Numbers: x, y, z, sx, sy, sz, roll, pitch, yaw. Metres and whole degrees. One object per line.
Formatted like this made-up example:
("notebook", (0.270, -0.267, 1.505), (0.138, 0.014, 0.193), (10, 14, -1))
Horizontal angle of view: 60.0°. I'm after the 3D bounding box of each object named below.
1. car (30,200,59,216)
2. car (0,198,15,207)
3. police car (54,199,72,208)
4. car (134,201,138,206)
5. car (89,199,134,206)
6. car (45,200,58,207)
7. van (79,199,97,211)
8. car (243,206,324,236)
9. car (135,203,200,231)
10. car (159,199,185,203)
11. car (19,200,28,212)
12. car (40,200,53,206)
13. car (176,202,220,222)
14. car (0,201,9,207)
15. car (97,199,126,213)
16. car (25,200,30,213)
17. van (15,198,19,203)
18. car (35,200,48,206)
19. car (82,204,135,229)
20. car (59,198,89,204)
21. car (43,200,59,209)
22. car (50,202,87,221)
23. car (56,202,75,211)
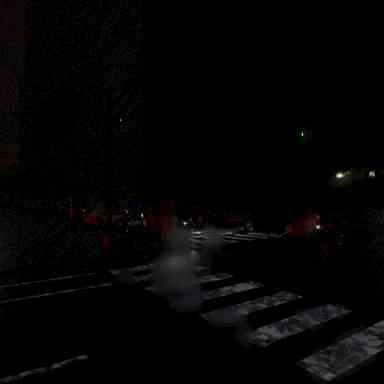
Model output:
("car", (-17.673, 1.899, 40.473), (2.192, 1.841, 5.009), (-1, 0, -35))
("car", (-41.269, 2.665, 73.681), (1.887, 1.381, 4.507), (-1, 0, -35))
("police car", (-25.434, 2.305, 65.449), (1.930, 1.638, 5.238), (0, -1, -35))
("car", (-5.273, 2.003, 37.774), (1.802, 1.307, 4.206), (-1, 0, -35))
("car", (-7.575, 1.740, 30.889), (2.097, 1.767, 4.553), (0, -1, -35))
("car", (-31.710, 2.593, 74.949), (1.947, 1.339, 4.313), (-1, 0, -35))
("van", (-17.047, 2.035, 54.374), (1.690, 1.788, 3.998), (-1, 0, -35))
("car", (4.966, 1.593, 18.780), (1.837, 1.490, 4.892), (0, -2, -35))
("car", (-1.820, 1.758, 22.826), (1.837, 1.490, 4.892), (0, -1, -35))
("car", (-2.337, 1.667, 33.624), (2.192, 1.841, 5.009), (-1, 0, -35))
("car", (-23.330, 2.155, 48.437), (1.967, 1.590, 4.097), (-1, 0, -35))
("car", (-34.724, 2.658, 79.190), (1.947, 1.339, 4.313), (-1, 0, -35))
("car", (0.611, 1.827, 29.474), (1.887, 1.381, 4.507), (-1, 0, -35))
("car", (-44.382, 2.769, 78.064), (1.802, 1.307, 4.206), (-1, 0, -35))
("car", (-11.163, 1.873, 46.074), (2.192, 1.841, 5.009), (-1, 0, -35))
("car", (-20.498, 2.195, 44.455), (1.887, 1.381, 4.507), (-1, 0, -35))
("van", (-26.163, 2.121, 52.420), (1.690, 1.788, 3.998), (-1, 0, -35))
("car", (-37.738, 2.708, 83.430), (2.008, 1.369, 4.403), (-1, 0, -35))
("car", (-6.248, 1.842, 24.404), (1.752, 1.417, 4.829), (-1, 0, -35))
("car", (-13.731, 1.754, 39.566), (2.150, 2.045, 5.566), (0, -1, -35))
("car", (-26.975, 2.388, 63.706), (1.837, 1.490, 4.892), (0, -1, -35))
("car", (-12.007, 2.003, 32.507), (2.008, 1.369, 4.403), (-1, 0, -35))
("car", (-21.241, 2.353, 55.646), (1.895, 1.301, 4.718), (0, -1, -35))
